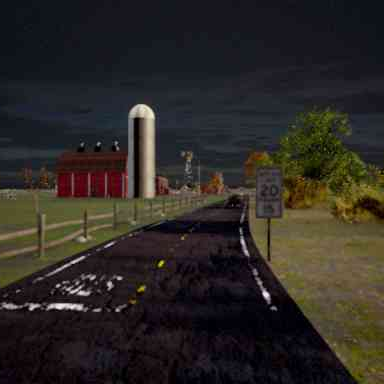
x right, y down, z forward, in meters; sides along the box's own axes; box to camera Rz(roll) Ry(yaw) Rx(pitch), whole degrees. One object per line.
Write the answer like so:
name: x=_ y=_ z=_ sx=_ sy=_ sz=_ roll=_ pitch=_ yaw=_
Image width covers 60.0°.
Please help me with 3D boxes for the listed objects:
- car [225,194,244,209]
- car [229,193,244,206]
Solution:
car: x=5.205 y=1.315 z=41.768 sx=1.837 sy=1.490 sz=4.892 roll=0 pitch=0 yaw=10
car: x=6.957 y=1.129 z=52.012 sx=2.097 sy=1.767 sz=4.553 roll=0 pitch=0 yaw=10
